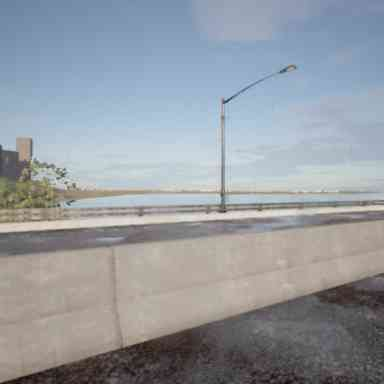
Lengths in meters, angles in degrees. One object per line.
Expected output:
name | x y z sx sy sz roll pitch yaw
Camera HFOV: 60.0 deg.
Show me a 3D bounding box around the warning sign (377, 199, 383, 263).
warning sign | 6.296 1.133 9.621 1.060 1.860 1.300 1 -1 -35
